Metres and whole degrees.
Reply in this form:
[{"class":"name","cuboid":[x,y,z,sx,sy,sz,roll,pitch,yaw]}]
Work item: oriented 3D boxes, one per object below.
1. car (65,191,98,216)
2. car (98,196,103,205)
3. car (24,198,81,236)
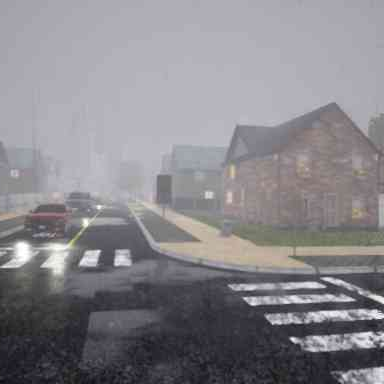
[{"class":"car","cuboid":[-10.030,0.981,29.889,2.150,2.045,5.566,1,1,-13]},{"class":"car","cuboid":[-14.179,1.239,49.148,1.994,1.385,4.181,1,0,-12]},{"class":"car","cuboid":[-7.332,1.310,17.559,1.882,1.535,5.008,1,0,-12]}]
